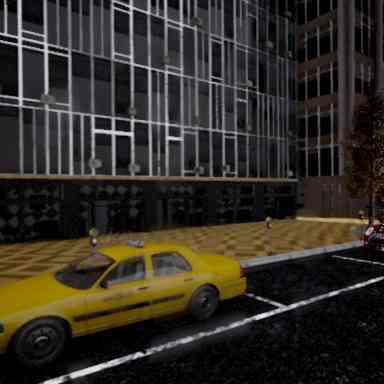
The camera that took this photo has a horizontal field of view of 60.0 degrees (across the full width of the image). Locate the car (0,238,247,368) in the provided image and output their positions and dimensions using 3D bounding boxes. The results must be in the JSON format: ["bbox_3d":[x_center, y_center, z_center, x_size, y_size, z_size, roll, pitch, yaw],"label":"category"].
[{"bbox_3d":[-1.206,1.521,5.709,4.829,1.417,1.752,0,0,-35],"label":"car"}]

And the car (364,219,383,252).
[{"bbox_3d":[8.187,1.411,12.408,4.097,1.590,1.967,0,0,-35],"label":"car"}]
